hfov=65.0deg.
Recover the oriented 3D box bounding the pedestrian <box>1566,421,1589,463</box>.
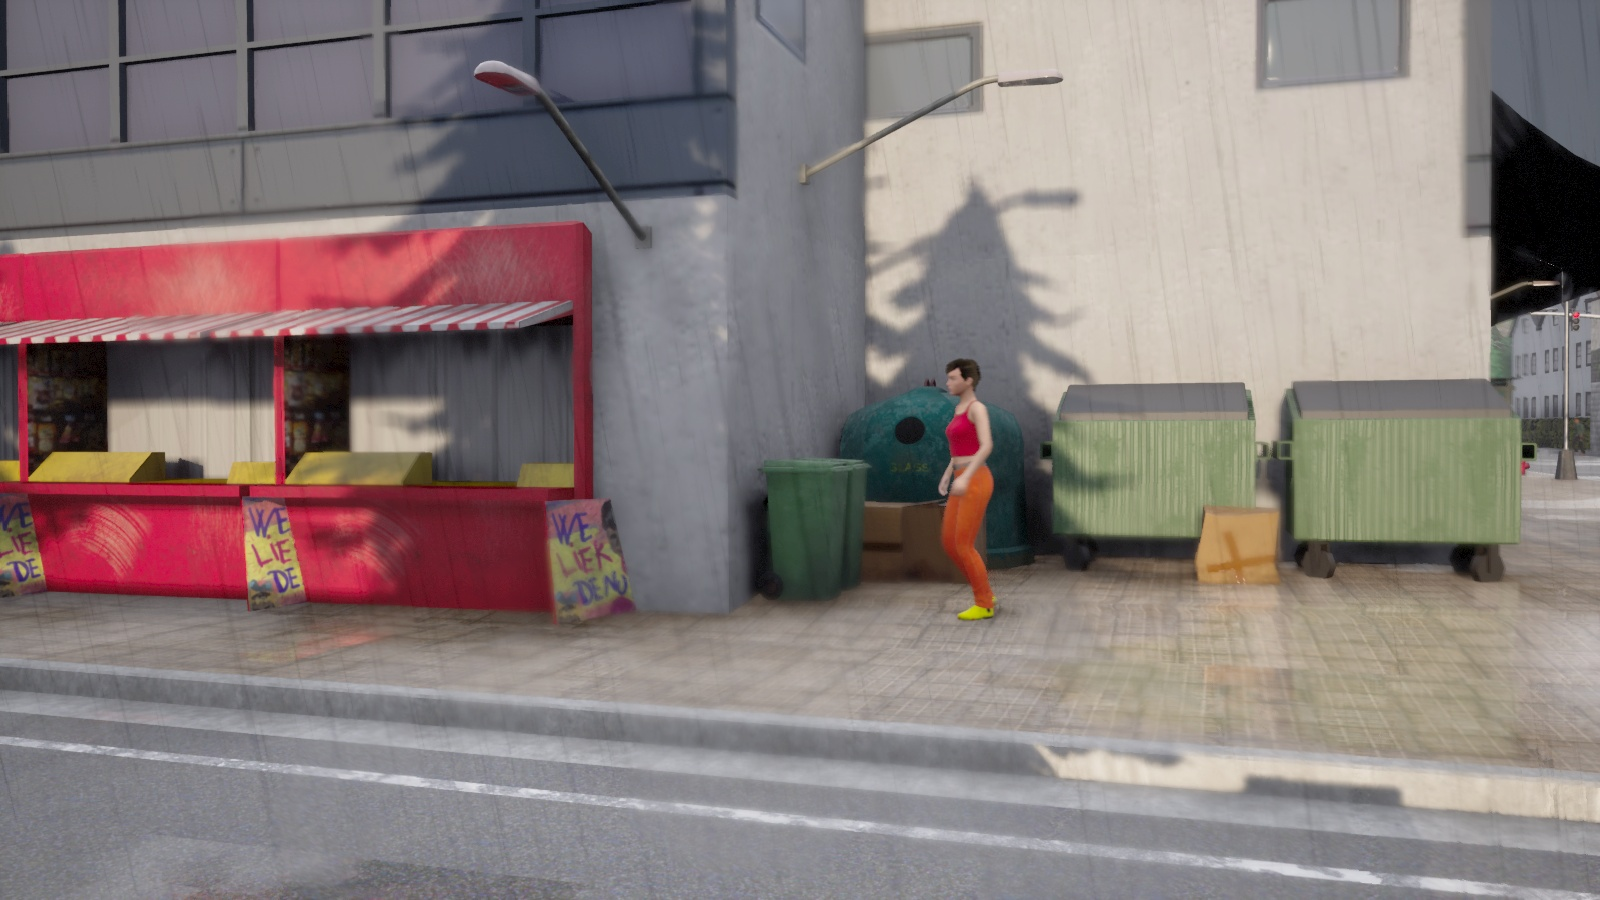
[{"bbox_3d":[36.464,-0.359,58.881,0.788,1.949,0.423,0,1,-1],"label":"pedestrian"}]

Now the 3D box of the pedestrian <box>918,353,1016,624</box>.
[{"bbox_3d":[1.154,0.257,8.717,0.594,1.836,0.345,0,1,-9],"label":"pedestrian"}]
